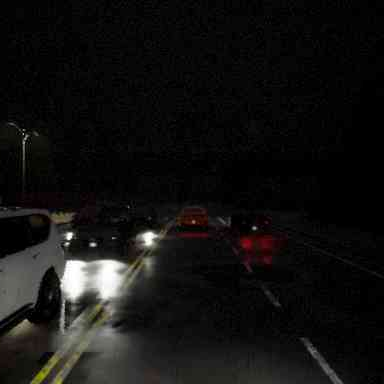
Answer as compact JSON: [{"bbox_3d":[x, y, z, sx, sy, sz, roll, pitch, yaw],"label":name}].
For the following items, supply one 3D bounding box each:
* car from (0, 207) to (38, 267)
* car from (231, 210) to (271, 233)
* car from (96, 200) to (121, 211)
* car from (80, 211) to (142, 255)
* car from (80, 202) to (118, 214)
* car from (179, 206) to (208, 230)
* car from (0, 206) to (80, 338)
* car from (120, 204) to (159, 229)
[{"bbox_3d":[-7.040,1.458,10.618,2.097,1.767,4.553,0,-1,1],"label":"car"},{"bbox_3d":[3.597,1.813,21.273,1.895,1.301,4.718,0,-1,0],"label":"car"},{"bbox_3d":[-8.908,1.672,37.569,4.553,1.767,2.097,0,-1,0],"label":"car"},{"bbox_3d":[-3.510,1.702,13.795,1.994,1.385,4.181,0,-1,0],"label":"car"},{"bbox_3d":[-7.004,1.722,23.817,1.882,1.535,5.008,0,-1,0],"label":"car"},{"bbox_3d":[0.100,1.706,22.945,1.882,1.535,5.008,0,-1,0],"label":"car"},{"bbox_3d":[-3.572,1.267,4.423,2.150,2.045,5.566,0,-1,0],"label":"car"},{"bbox_3d":[-3.504,1.722,23.814,1.882,1.535,5.008,0,-1,0],"label":"car"}]
